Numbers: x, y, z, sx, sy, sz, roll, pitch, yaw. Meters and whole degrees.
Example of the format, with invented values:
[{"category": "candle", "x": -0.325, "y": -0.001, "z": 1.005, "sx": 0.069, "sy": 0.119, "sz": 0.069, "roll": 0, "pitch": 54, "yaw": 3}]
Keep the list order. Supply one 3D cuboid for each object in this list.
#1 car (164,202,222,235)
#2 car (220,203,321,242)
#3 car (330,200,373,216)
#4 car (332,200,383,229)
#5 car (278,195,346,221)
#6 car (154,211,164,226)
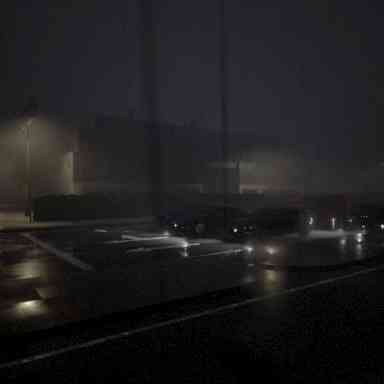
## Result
[{"category": "car", "x": 1.137, "y": 1.505, "z": 18.758, "sx": 4.892, "sy": 1.490, "sz": 1.837, "roll": 0, "pitch": 0, "yaw": -34}, {"category": "car", "x": 3.970, "y": 1.505, "z": 16.464, "sx": 4.892, "sy": 1.490, "sz": 1.837, "roll": 0, "pitch": 0, "yaw": -34}, {"category": "car", "x": 16.032, "y": 1.526, "z": 33.257, "sx": 4.674, "sy": 1.442, "sz": 1.812, "roll": 0, "pitch": 0, "yaw": -35}, {"category": "car", "x": 11.714, "y": 1.492, "z": 21.747, "sx": 4.902, "sy": 1.511, "sz": 2.128, "roll": 0, "pitch": 0, "yaw": -35}, {"category": "car", "x": 9.160, "y": 1.221, "z": 24.235, "sx": 5.566, "sy": 2.045, "sz": 2.150, "roll": 0, "pitch": 0, "yaw": -35}, {"category": "car", "x": -0.141, "y": 1.478, "z": 22.123, "sx": 5.008, "sy": 1.535, "sz": 1.882, "roll": 0, "pitch": 0, "yaw": -34}]
